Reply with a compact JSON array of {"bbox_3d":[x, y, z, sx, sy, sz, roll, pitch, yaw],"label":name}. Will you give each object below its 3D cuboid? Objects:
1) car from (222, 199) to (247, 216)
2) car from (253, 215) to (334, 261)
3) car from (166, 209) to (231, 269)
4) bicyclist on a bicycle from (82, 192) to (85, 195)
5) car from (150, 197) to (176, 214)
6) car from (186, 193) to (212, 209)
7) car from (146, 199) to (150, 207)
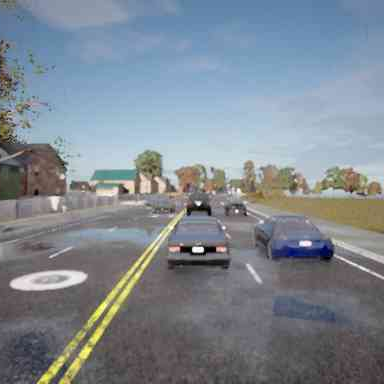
[{"bbox_3d":[3.932,1.390,30.939,1.837,1.490,4.892,0,0,2],"label":"car"},{"bbox_3d":[3.461,1.517,12.058,1.994,1.385,4.181,0,0,1],"label":"car"},{"bbox_3d":[0.187,1.504,10.976,2.033,1.411,5.357,0,0,1],"label":"car"},{"bbox_3d":[-22.452,0.779,69.083,0.582,1.620,1.656,1,0,17],"label":"bicyclist on a bicycle"},{"bbox_3d":[-2.674,1.386,33.447,1.837,1.490,4.892,0,0,2],"label":"car"},{"bbox_3d":[0.649,1.110,30.168,2.150,2.045,5.566,0,0,2],"label":"car"},{"bbox_3d":[-5.226,1.389,47.700,2.033,1.411,5.357,0,0,4],"label":"car"}]
